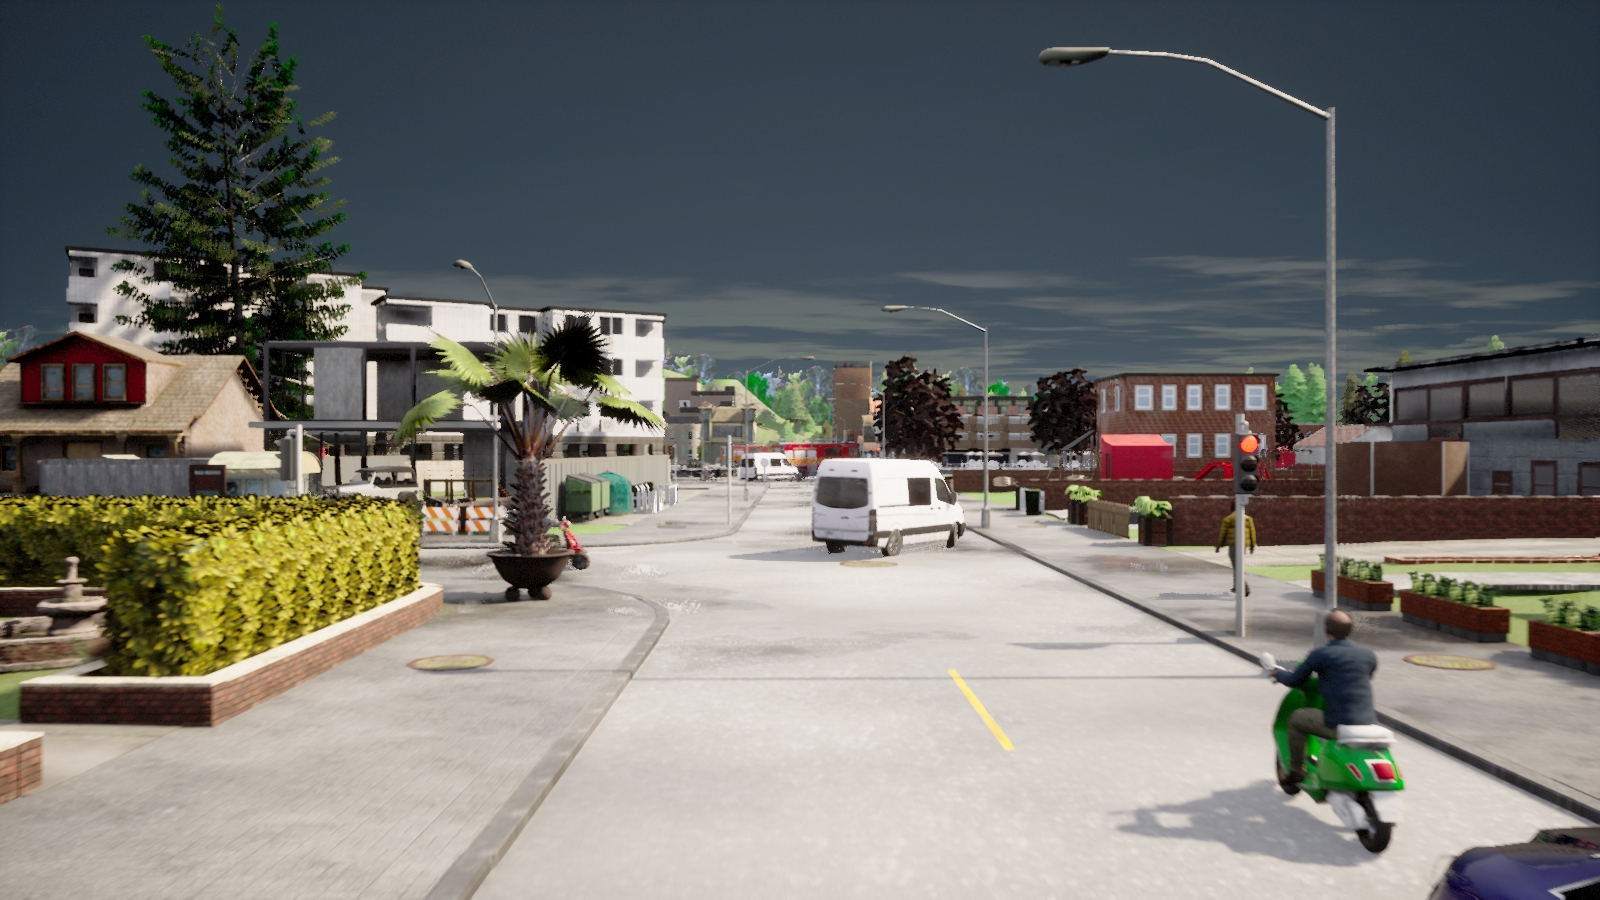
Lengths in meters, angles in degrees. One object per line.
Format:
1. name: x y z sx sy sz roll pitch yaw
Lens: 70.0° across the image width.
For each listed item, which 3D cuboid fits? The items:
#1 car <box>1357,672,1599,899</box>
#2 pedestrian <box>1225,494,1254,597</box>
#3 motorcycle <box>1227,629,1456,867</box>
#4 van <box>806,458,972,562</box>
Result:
1. car: 3.973 1.968 3.527 2.242 1.667 4.611 0 0 0
2. pedestrian: 8.055 1.744 20.938 0.375 1.860 0.375 0 0 -1
3. motorcycle: 3.977 2.142 8.577 0.856 1.316 1.805 0 0 0
4. van: 2.628 1.534 31.956 1.988 2.561 5.915 2 1 33
